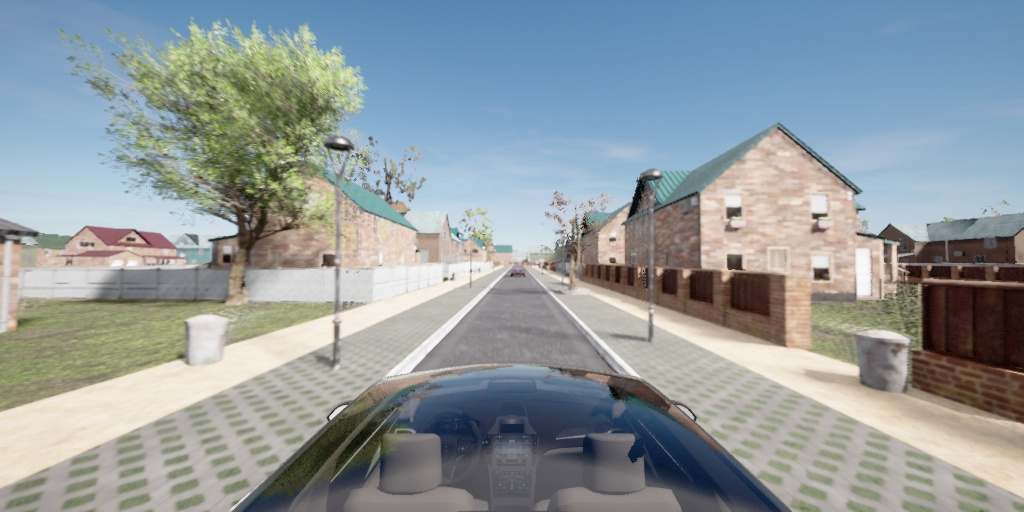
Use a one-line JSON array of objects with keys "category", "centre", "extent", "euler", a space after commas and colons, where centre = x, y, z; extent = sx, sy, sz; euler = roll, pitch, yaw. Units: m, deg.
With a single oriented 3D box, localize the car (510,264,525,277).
[{"category": "car", "centre": [0.756, 1.858, 44.854], "extent": [2.033, 1.411, 5.357], "euler": [0, -1, 1]}]
